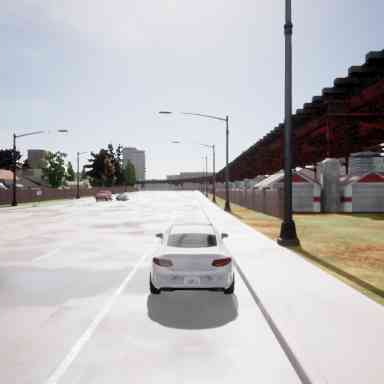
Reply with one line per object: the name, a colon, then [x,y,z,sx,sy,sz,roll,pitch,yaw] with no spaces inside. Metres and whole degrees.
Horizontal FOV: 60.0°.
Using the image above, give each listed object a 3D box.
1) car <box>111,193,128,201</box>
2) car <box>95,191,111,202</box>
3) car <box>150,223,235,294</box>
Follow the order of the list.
car: [-13.909,1.057,66.119,2.128,1.511,4.902,0,1,0]
car: [-17.401,0.793,65.651,2.150,2.045,5.566,0,1,0]
car: [0.003,1.525,8.650,1.812,1.442,4.674,0,0,0]
